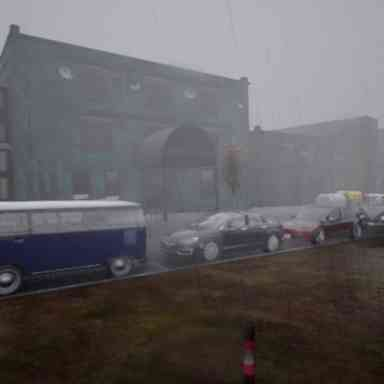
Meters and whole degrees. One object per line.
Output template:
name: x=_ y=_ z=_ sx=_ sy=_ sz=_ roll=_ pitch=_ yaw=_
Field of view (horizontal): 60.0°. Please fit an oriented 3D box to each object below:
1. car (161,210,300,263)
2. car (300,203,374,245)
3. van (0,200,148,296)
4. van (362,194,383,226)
car: x=1.228 y=1.386 z=11.585 sx=4.892 sy=1.521 sz=2.231 roll=1 pitch=0 yaw=-37
car: x=5.714 y=1.389 z=14.787 sx=4.792 sy=1.488 sz=2.163 roll=1 pitch=0 yaw=-37
van: x=-3.402 y=1.210 z=8.285 sx=4.442 sy=1.987 sz=1.878 roll=-1 pitch=0 yaw=-33
van: x=11.011 y=1.101 z=18.573 sx=4.442 sy=1.987 sz=1.878 roll=1 pitch=0 yaw=-38
